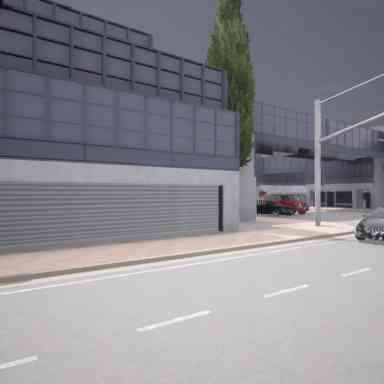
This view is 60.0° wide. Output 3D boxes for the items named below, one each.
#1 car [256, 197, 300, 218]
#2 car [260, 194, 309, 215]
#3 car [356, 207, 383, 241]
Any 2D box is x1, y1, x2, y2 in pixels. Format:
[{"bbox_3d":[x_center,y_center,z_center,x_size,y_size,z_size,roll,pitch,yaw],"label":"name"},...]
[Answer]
[{"bbox_3d":[7.099,1.477,30.889,1.882,1.535,5.008,0,0,-37],"label":"car"},{"bbox_3d":[9.167,1.220,34.007,2.150,2.045,5.566,0,0,-35],"label":"car"},{"bbox_3d":[9.416,1.504,15.666,4.892,1.490,1.837,0,2,-44],"label":"car"}]
